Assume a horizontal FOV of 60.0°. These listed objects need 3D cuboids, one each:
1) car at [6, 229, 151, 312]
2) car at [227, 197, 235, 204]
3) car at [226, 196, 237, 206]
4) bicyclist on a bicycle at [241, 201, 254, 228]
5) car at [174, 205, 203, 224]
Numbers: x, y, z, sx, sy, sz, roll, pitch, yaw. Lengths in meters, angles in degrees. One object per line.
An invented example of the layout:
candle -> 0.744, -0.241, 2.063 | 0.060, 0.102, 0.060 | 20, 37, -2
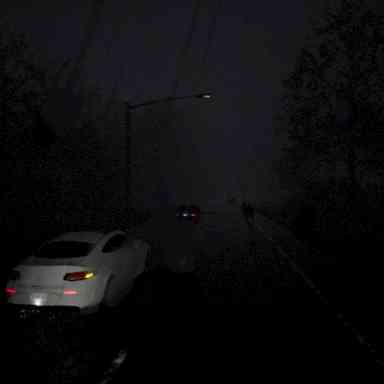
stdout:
car -> -2.284, 1.585, 7.801 | 1.812, 1.442, 4.674 | 0, 0, 6
car -> 8.569, 1.927, 73.420 | 1.837, 1.490, 4.892 | 0, 0, 6
car -> 7.541, 1.721, 63.494 | 2.097, 1.767, 4.553 | 0, 0, 6
bicyclist on a bicycle -> 3.570, 1.485, 20.707 | 0.659, 1.776, 1.843 | 0, 0, 6
car -> -0.193, 1.713, 26.280 | 2.033, 1.411, 5.357 | 0, 0, 6
